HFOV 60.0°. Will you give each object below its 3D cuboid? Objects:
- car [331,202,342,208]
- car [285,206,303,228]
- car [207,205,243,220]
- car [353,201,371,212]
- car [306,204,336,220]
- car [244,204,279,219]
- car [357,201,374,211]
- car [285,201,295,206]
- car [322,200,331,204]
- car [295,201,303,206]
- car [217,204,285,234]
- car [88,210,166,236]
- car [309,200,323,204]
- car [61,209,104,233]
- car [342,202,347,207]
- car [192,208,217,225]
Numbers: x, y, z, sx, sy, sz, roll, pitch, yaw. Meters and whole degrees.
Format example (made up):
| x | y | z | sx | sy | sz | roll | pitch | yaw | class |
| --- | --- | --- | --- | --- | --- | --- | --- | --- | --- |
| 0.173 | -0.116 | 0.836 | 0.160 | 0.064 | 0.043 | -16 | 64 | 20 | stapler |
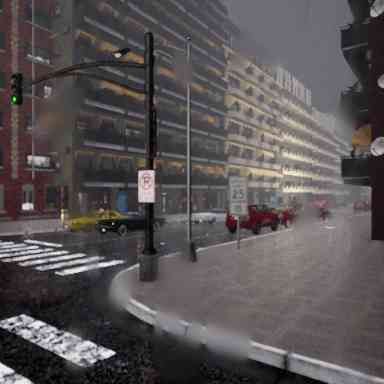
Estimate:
| x | y | z | sx | sy | sz | roll | pitch | yaw | class |
| --- | --- | --- | --- | --- | --- | --- | --- | --- | --- |
| 32.930 | 3.060 | 77.763 | 1.887 | 1.381 | 4.507 | -1 | -2 | 35 | car |
| 7.304 | 2.040 | 26.638 | 1.887 | 1.381 | 4.507 | -1 | -2 | 35 | car |
| 3.682 | 2.157 | 36.016 | 1.887 | 1.381 | 4.507 | -1 | -2 | 35 | car |
| 30.050 | 2.519 | 59.112 | 2.192 | 1.841 | 5.009 | -1 | -2 | 35 | car |
| 13.803 | 2.280 | 35.914 | 1.802 | 1.307 | 4.206 | -1 | -2 | 35 | car |
| 7.938 | 2.165 | 37.533 | 2.128 | 1.511 | 4.902 | 0 | -1 | 35 | car |
| 33.300 | 2.618 | 63.751 | 2.192 | 1.841 | 5.009 | -1 | -2 | 35 | car |
| 13.333 | 2.439 | 49.793 | 1.752 | 1.417 | 4.829 | -1 | -2 | 35 | car |
| 26.429 | 2.633 | 68.491 | 2.192 | 1.841 | 5.009 | -1 | -2 | 35 | car |
| 16.680 | 2.333 | 54.576 | 2.192 | 1.841 | 5.009 | -1 | -2 | 35 | car |
| 4.053 | 1.708 | 22.006 | 2.192 | 1.841 | 5.009 | -1 | -2 | 35 | car |
| -3.787 | 1.905 | 20.817 | 1.895 | 1.301 | 4.718 | 0 | -1 | 35 | car |
| 23.181 | 2.764 | 63.848 | 1.887 | 1.381 | 4.507 | -1 | -2 | 35 | car |
| -6.165 | 1.827 | 21.962 | 1.752 | 1.417 | 4.829 | -1 | -2 | 35 | car |
| 39.431 | 3.275 | 87.041 | 1.947 | 1.339 | 4.313 | -1 | -2 | 35 | car |
| 1.961 | 2.087 | 29.022 | 1.895 | 1.301 | 4.718 | 0 | -1 | 35 | car |
